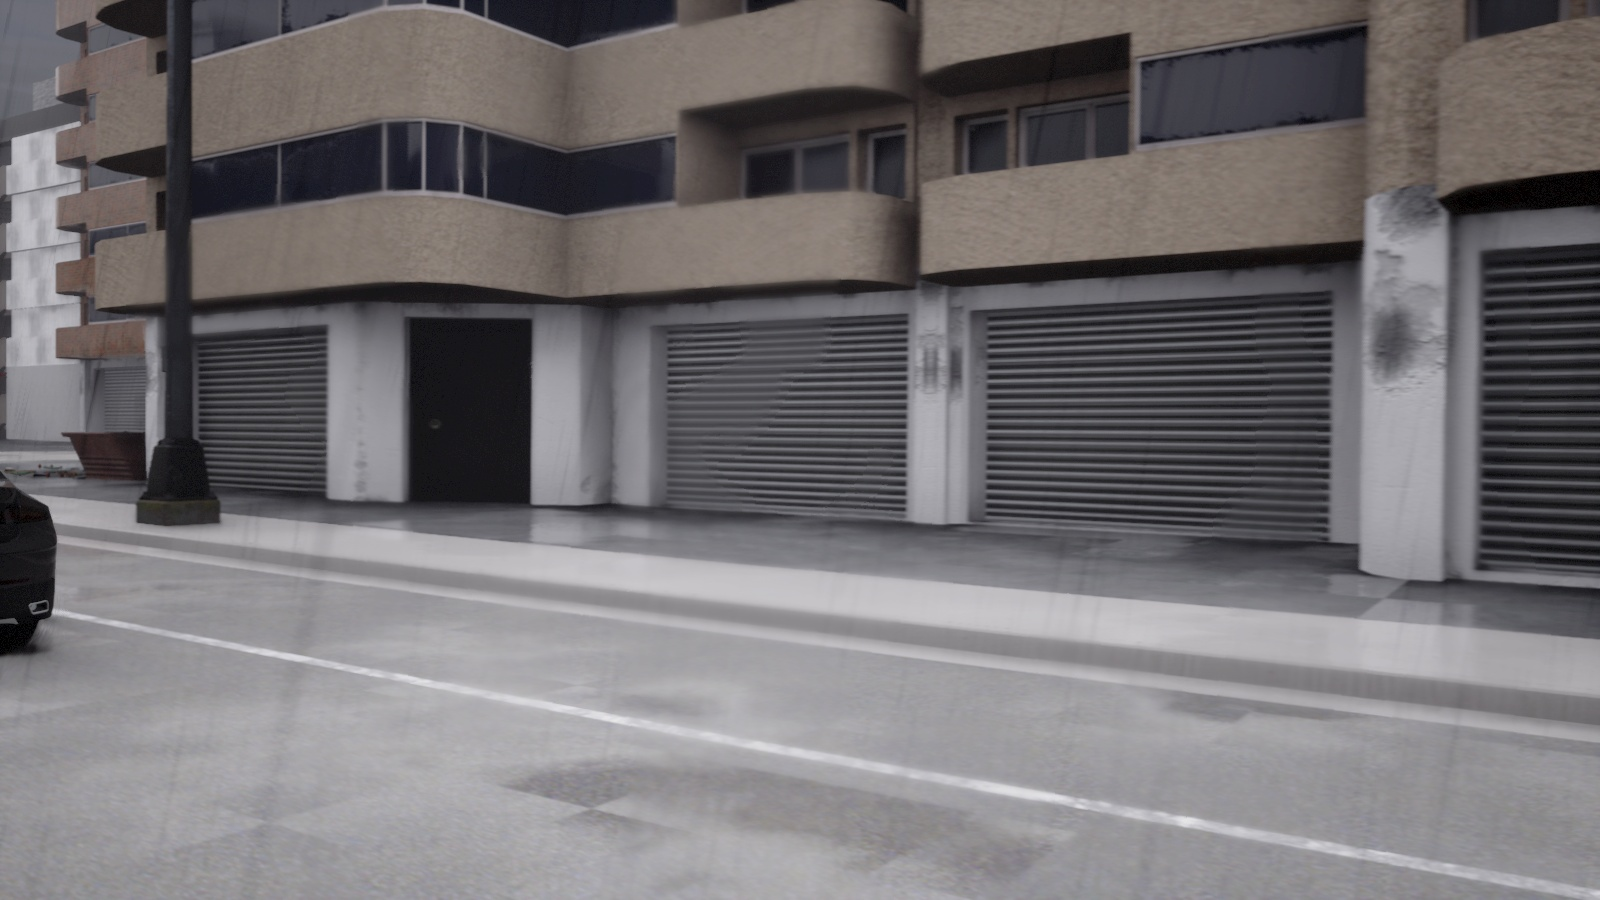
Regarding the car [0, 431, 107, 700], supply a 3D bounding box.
[{"bbox_3d":[-6.673,0.619,8.057,4.892,1.490,1.837,1,1,34],"label":"car"}]
